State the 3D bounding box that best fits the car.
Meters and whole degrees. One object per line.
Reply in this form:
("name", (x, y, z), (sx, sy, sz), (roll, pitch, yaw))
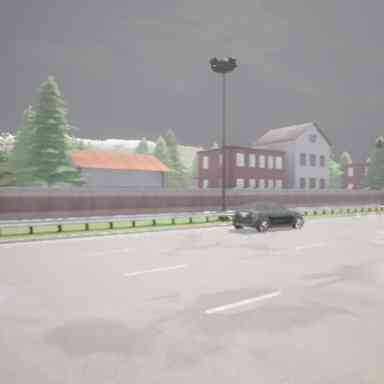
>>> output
("car", (4.652, 1.356, 19.960), (4.553, 1.767, 2.097), (0, 0, -35))
